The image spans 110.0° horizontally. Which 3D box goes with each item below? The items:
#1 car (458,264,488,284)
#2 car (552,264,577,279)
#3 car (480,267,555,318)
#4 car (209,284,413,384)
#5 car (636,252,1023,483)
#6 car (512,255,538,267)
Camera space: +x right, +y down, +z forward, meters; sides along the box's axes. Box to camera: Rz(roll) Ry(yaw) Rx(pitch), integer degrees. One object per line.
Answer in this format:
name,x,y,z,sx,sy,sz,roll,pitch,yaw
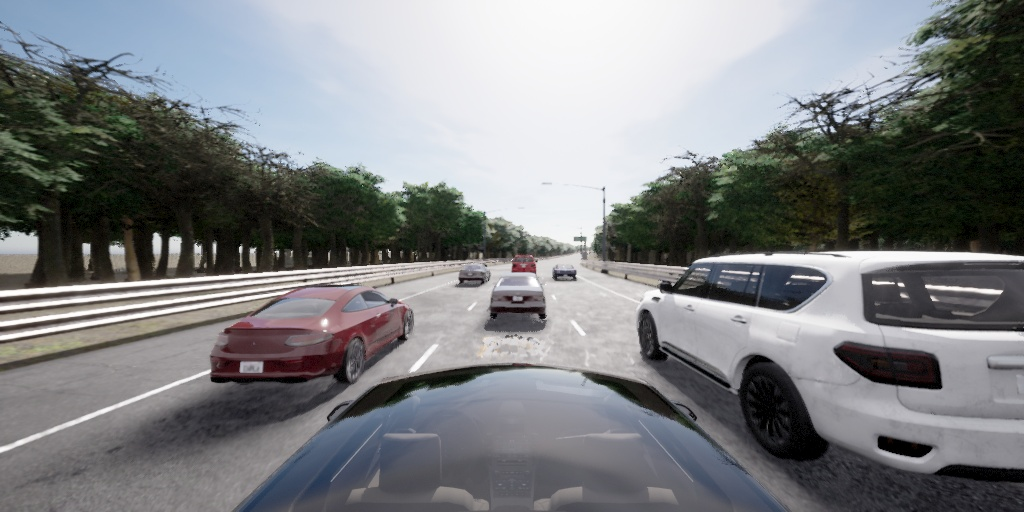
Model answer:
car,-2.711,1.289,26.708,2.033,1.411,5.357,0,0,3
car,4.628,1.349,32.270,1.895,1.301,4.718,0,0,4
car,0.245,1.295,13.006,2.033,1.411,5.357,0,0,2
car,-3.349,1.272,6.938,1.812,1.442,4.674,0,0,0
car,3.637,0.974,5.143,2.150,2.045,5.566,0,0,0
car,1.150,0.966,32.704,2.150,2.045,5.566,0,0,4
